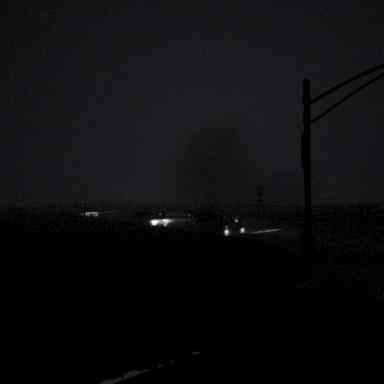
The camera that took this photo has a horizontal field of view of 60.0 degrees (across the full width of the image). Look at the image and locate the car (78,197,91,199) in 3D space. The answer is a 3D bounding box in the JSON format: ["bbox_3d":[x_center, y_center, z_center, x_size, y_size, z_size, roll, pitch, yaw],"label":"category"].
[{"bbox_3d":[-20.425,2.028,62.250,2.150,2.045,5.566,-1,0,-36],"label":"car"}]

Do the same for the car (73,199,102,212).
[{"bbox_3d":[-15.679,2.238,49.393,2.033,1.411,5.357,-1,0,-35],"label":"car"}]

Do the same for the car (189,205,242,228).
[{"bbox_3d":[1.662,1.771,25.126,2.128,1.511,4.902,-1,0,-36],"label":"car"}]

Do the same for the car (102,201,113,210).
[{"bbox_3d":[-14.369,2.153,53.812,2.128,1.511,4.902,-1,0,-35],"label":"car"}]

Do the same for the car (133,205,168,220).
[{"bbox_3d":[-4.216,1.982,33.308,1.994,1.385,4.181,-1,0,-37],"label":"car"}]
